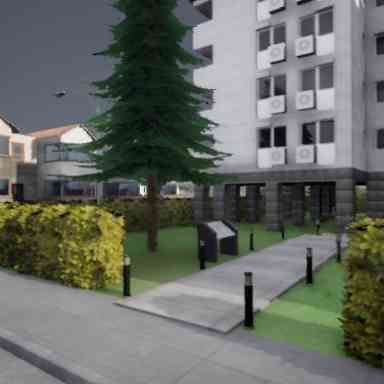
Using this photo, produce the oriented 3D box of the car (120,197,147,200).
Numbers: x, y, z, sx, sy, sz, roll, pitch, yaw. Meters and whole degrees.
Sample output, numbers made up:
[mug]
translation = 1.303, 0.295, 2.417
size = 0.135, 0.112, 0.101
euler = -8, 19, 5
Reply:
[car]
translation = -5.938, 1.545, 31.765
size = 2.150, 2.045, 5.566
euler = 0, 0, 36
